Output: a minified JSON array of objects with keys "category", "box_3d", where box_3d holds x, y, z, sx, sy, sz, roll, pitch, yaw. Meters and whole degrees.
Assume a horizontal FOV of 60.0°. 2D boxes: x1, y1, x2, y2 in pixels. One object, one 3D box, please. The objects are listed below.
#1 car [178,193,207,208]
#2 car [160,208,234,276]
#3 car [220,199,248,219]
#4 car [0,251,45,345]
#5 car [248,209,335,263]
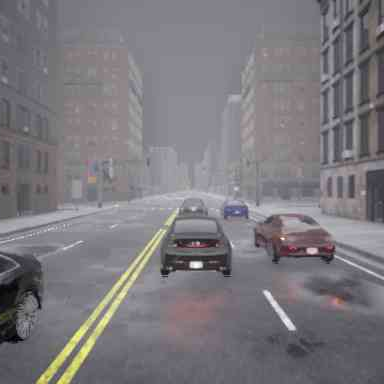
[{"category":"car","box_3d":[0.103,1.211,25.224,2.097,1.767,4.553,0,0,0]},{"category":"car","box_3d":[0.100,1.446,10.150,1.837,1.490,4.892,0,0,0]},{"category":"car","box_3d":[3.355,1.326,26.956,1.882,1.535,5.008,0,0,0]},{"category":"car","box_3d":[-3.350,1.471,3.576,2.128,1.511,4.902,0,0,0]},{"category":"car","box_3d":[3.352,1.460,11.572,1.812,1.442,4.674,0,0,0]}]
